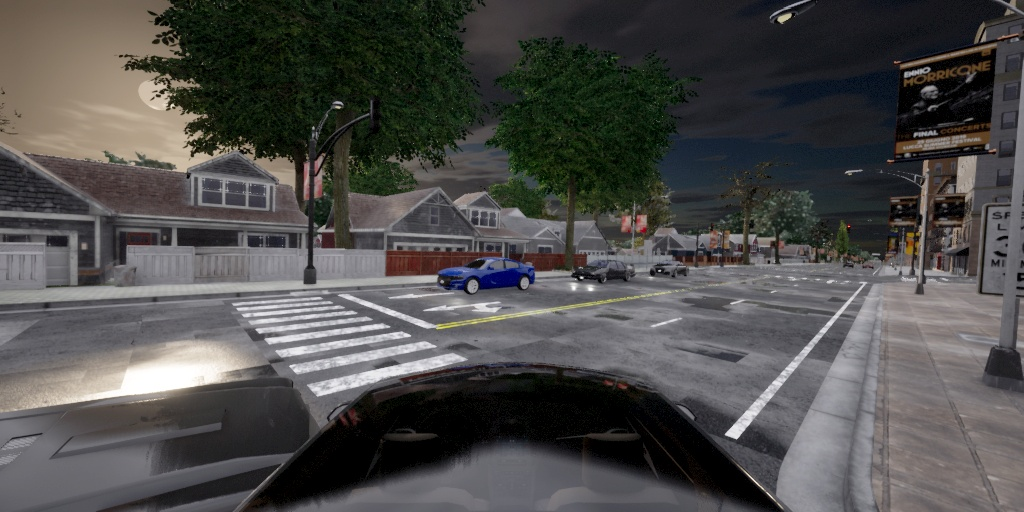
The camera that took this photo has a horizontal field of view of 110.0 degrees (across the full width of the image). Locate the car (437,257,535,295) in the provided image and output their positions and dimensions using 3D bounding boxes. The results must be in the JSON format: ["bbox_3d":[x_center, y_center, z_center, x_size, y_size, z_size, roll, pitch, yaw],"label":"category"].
[{"bbox_3d":[-1.065,0.803,16.509,5.008,1.535,1.882,0,2,-44],"label":"car"}]

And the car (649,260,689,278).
[{"bbox_3d":[13.347,1.024,30.299,4.181,1.385,1.994,1,2,-44],"label":"car"}]

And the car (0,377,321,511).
[{"bbox_3d":[-3.315,1.283,1.331,4.718,1.301,1.895,1,2,-34],"label":"car"}]

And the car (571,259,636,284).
[{"bbox_3d":[6.125,0.938,23.403,5.357,1.411,2.033,1,2,-44],"label":"car"}]
